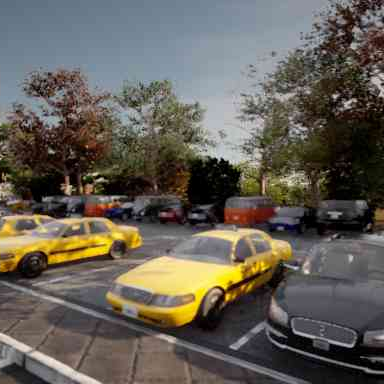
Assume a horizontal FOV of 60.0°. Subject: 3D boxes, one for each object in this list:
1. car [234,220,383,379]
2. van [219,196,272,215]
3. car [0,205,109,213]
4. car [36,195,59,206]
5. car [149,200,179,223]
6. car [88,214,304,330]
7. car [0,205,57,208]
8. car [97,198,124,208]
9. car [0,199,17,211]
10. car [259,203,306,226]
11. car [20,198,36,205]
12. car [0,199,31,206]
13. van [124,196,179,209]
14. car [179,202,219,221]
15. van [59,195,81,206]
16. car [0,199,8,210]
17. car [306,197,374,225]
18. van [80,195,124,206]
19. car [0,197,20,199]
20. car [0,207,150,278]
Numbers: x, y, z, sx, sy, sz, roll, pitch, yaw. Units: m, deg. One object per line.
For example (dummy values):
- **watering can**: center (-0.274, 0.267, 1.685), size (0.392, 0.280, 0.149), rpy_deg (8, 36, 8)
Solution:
- **car**: center (2.958, 1.543, 5.920), size (2.231, 1.521, 4.892), rpy_deg (0, 0, 36)
- **van**: center (3.878, 1.290, 21.535), size (1.878, 1.987, 4.442), rpy_deg (0, 0, 36)
- **car**: center (-5.932, 1.517, 12.573), size (1.946, 1.575, 5.366), rpy_deg (0, 0, 36)
- **car**: center (-11.811, 1.341, 32.707), size (2.435, 2.045, 5.566), rpy_deg (0, 0, 36)
- **car**: center (-0.557, 1.548, 24.635), size (2.163, 1.488, 4.792), rpy_deg (0, 0, 36)
- **car**: center (0.596, 1.531, 7.392), size (1.946, 1.575, 5.366), rpy_deg (0, 0, 36)
- **car**: center (-8.286, 1.525, 14.040), size (2.231, 1.521, 4.892), rpy_deg (0, 0, 36)
- **car**: center (-5.058, 1.543, 27.862), size (2.097, 1.535, 5.008), rpy_deg (0, 0, 36)
- **car**: center (-25.260, 1.732, 42.470), size (2.002, 1.452, 4.674), rpy_deg (0, 0, 36)
- **car**: center (6.137, 1.551, 19.721), size (2.163, 1.488, 4.792), rpy_deg (0, 0, 36)
- **car**: center (-14.055, 1.358, 34.331), size (2.435, 2.045, 5.566), rpy_deg (0, 0, 36)
- **car**: center (-10.517, 1.409, 15.700), size (2.185, 1.767, 4.553), rpy_deg (0, 0, 36)
- **van**: center (-2.868, 1.303, 26.138), size (1.878, 1.987, 4.442), rpy_deg (0, 0, 36)
- **car**: center (1.581, 1.544, 23.088), size (2.163, 1.488, 4.792), rpy_deg (0, 0, 36)
- **van**: center (-9.619, 1.350, 31.011), size (1.878, 1.987, 4.442), rpy_deg (0, 0, 36)
- **car**: center (-27.507, 1.709, 44.092), size (2.097, 1.535, 5.008), rpy_deg (0, 0, 36)
- **car**: center (8.415, 1.277, 18.143), size (2.435, 2.045, 5.566), rpy_deg (0, 0, 36)
- **van**: center (-7.238, 1.333, 29.577), size (1.878, 1.987, 4.442), rpy_deg (0, 0, 36)
- **car**: center (-18.530, 1.642, 37.596), size (2.097, 1.535, 5.008), rpy_deg (0, 0, 36)
- **car**: center (-4.000, 1.518, 10.717), size (1.946, 1.575, 5.366), rpy_deg (0, 0, 36)
